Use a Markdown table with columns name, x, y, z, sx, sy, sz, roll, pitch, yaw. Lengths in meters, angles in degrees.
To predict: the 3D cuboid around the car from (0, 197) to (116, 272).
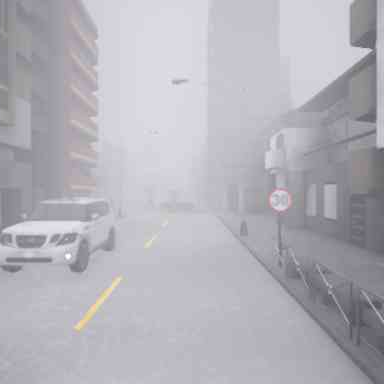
| name | x | y | z | sx | sy | sz | roll | pitch | yaw |
| --- | --- | --- | --- | --- | --- | --- | --- | --- | --- |
| car | -4.091 | 1.221 | 11.099 | 2.150 | 2.045 | 5.566 | 0 | 0 | 0 |

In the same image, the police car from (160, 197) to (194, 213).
| name | x | y | z | sx | sy | sz | roll | pitch | yaw |
| --- | --- | --- | --- | --- | --- | --- | --- | --- | --- |
| police car | -1.876 | 1.426 | 38.042 | 1.930 | 1.638 | 5.238 | 0 | 0 | -37 |

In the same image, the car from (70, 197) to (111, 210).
| name | x | y | z | sx | sy | sz | roll | pitch | yaw |
| --- | --- | --- | --- | --- | --- | --- | --- | --- | --- |
| car | -13.098 | 1.475 | 43.016 | 4.674 | 1.442 | 1.812 | 0 | 4 | 0 |
